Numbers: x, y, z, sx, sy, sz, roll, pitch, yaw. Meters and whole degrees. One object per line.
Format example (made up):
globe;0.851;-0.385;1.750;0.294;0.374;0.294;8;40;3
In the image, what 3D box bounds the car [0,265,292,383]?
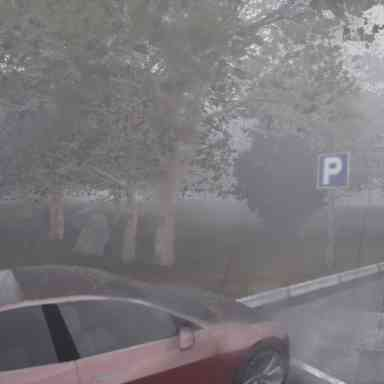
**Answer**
car;-1.134;1.511;3.241;4.792;1.488;2.163;0;0;-33
